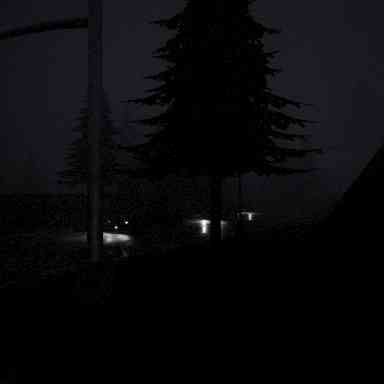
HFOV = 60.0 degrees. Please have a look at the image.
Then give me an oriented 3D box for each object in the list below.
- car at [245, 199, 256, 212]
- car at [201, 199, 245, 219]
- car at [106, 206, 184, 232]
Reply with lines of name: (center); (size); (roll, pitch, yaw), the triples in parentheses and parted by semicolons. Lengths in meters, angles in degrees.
car: (6.439, 1.547, 38.998); (2.033, 1.411, 5.357); (0, 0, 16)
car: (2.671, 1.547, 29.261); (2.033, 1.411, 5.357); (0, 0, 26)
car: (-2.648, 1.547, 20.392); (2.033, 1.411, 5.357); (0, 0, 35)
